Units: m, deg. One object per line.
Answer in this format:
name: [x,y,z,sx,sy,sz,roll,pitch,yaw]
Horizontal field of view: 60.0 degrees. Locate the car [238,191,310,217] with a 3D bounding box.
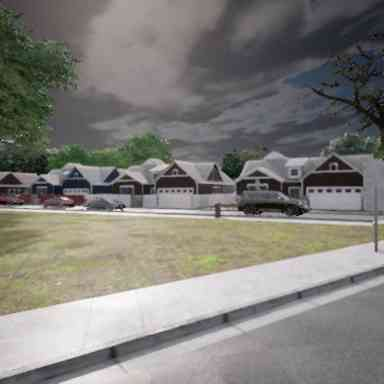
car: [6.400,0.926,26.436,5.566,2.045,2.150,0,0,30]

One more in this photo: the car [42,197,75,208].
car: [-16.968,1.274,42.244,4.181,1.385,1.994,0,0,28]

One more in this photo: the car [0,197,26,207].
car: [-25.824,1.322,46.776,4.718,1.301,1.895,0,0,27]

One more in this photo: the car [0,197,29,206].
car: [-22.624,0.898,42.019,4.181,1.385,1.994,0,0,27]

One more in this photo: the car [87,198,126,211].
car: [-8.953,1.280,34.832,4.181,1.385,1.994,0,0,28]
